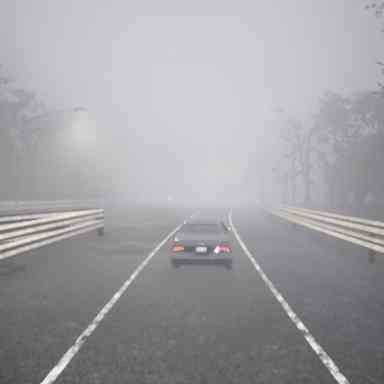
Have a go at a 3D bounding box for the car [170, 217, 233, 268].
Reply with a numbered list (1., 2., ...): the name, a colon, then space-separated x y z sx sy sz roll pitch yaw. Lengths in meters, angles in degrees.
1. car: 0.373 1.563 11.272 2.033 1.411 5.357 0 0 3
